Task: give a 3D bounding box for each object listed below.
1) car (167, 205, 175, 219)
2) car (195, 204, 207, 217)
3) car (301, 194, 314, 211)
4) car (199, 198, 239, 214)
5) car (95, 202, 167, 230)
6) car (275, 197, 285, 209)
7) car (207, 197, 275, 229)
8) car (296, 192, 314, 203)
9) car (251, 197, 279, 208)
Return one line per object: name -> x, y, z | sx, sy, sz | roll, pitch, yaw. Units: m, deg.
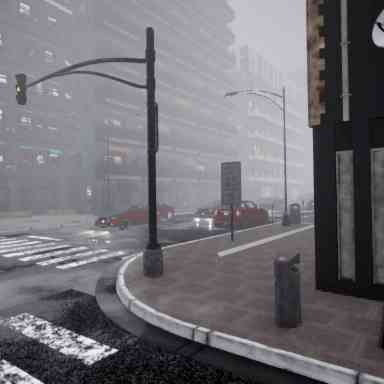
car -> -3.204, 1.459, 25.779 | 1.887, 1.381, 4.507 | -1, 0, 36
car -> 2.438, 1.365, 28.989 | 2.033, 1.411, 5.357 | -1, 0, 36
car -> 12.923, 1.196, 33.542 | 1.947, 1.339, 4.313 | -1, 0, 36
car -> 2.815, 1.384, 33.893 | 2.008, 1.369, 4.403 | -1, 0, 36
car -> -3.843, 1.465, 20.358 | 1.994, 1.385, 4.181 | -1, 0, 36
car -> 9.037, 1.277, 38.034 | 2.033, 1.411, 5.357 | -1, 0, 36
car -> 3.013, 1.201, 19.740 | 1.967, 1.590, 4.097 | -1, 0, 36
car -> 19.479, 0.931, 56.793 | 2.192, 1.841, 5.009 | -1, 0, 36
car -> 9.483, 1.311, 43.053 | 1.947, 1.339, 4.313 | -1, 0, 36
